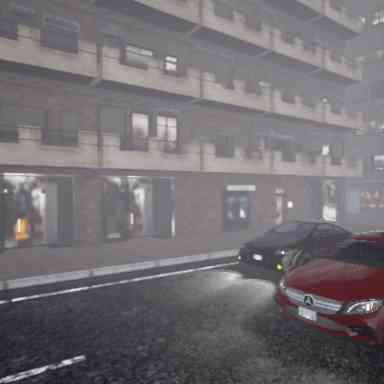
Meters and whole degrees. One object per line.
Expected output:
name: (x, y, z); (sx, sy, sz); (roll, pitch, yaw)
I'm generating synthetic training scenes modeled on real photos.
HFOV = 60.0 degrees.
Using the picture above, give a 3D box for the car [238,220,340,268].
car: (3.386, 1.571, 10.093); (4.181, 1.385, 1.994); (0, 0, -35)

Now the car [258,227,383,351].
car: (3.588, 1.531, 6.245); (4.674, 1.442, 1.812); (0, 0, -35)
